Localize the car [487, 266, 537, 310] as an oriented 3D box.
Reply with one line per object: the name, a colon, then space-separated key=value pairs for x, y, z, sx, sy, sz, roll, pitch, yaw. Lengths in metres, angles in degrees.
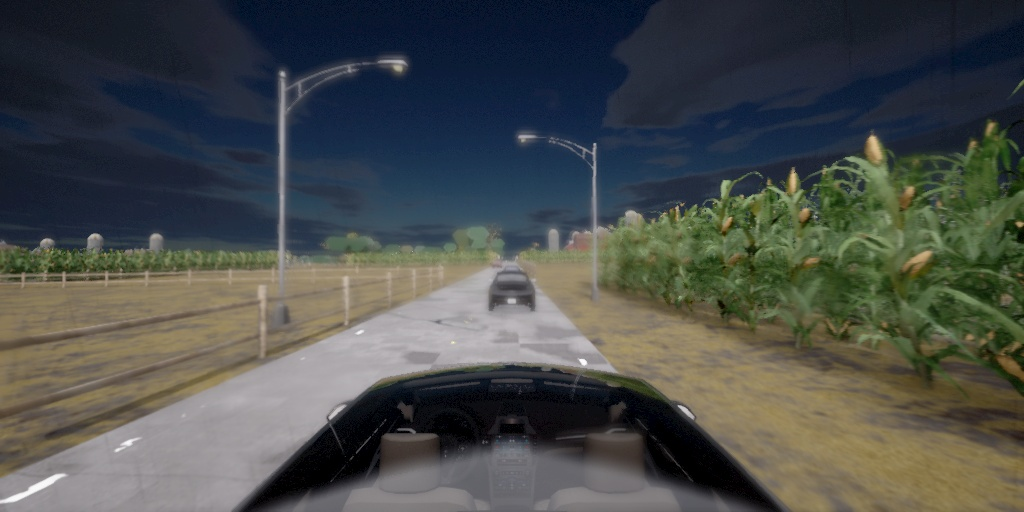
car: x=0.009 y=1.379 z=15.347 sx=1.837 sy=1.490 sz=4.892 roll=0 pitch=0 yaw=0

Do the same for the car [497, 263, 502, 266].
car: x=0.002 y=1.534 z=30.246 sx=1.994 sy=1.385 sz=4.181 roll=0 pitch=0 yaw=0
